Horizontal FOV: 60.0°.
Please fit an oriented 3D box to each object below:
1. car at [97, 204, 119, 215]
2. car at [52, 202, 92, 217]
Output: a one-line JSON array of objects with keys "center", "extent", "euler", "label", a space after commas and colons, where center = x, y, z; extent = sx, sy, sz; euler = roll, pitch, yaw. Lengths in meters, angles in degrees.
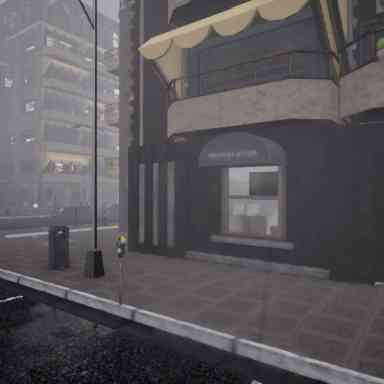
[{"center": [-9.461, 2.066, 39.918], "extent": [1.802, 1.307, 4.206], "euler": [-1, -1, 35], "label": "car"}, {"center": [-12.745, 1.824, 35.294], "extent": [1.967, 1.590, 4.097], "euler": [-1, -1, 35], "label": "car"}]
